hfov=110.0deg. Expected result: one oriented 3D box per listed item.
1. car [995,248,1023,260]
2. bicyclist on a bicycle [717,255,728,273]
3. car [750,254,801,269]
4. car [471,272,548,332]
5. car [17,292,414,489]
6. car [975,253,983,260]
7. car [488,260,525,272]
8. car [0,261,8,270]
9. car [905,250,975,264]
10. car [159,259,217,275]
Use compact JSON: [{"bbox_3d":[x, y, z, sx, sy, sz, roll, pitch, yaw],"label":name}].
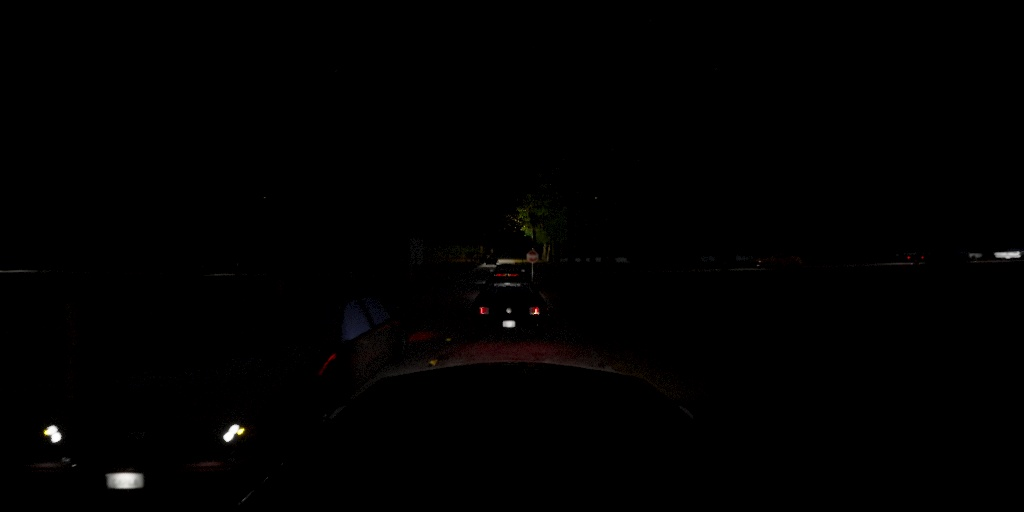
[{"bbox_3d":[53.118,-0.248,36.846,4.718,1.301,1.895,-2,-1,-1],"label":"car"},{"bbox_3d":[19.368,0.715,33.044,0.582,1.620,1.656,-1,0,-1],"label":"bicyclist on a bicycle"},{"bbox_3d":[28.722,0.542,39.209,5.008,1.535,1.882,-2,-1,-1],"label":"car"},{"bbox_3d":[-0.080,1.330,10.786,1.895,1.301,4.718,0,0,0],"label":"car"},{"bbox_3d":[-2.926,1.282,5.333,2.033,1.411,5.357,0,0,-1],"label":"car"},{"bbox_3d":[48.420,-0.011,39.503,4.718,1.301,1.895,-2,-1,-1],"label":"car"},{"bbox_3d":[-0.278,1.205,21.692,1.837,1.490,4.892,0,0,-1],"label":"car"},{"bbox_3d":[-52.278,0.642,34.806,4.892,1.490,1.837,1,-1,-1],"label":"car"},{"bbox_3d":[43.451,0.103,36.607,4.718,1.301,1.895,-2,-1,-1],"label":"car"},{"bbox_3d":[-31.661,1.057,35.101,4.674,1.442,1.812,1,-1,-1],"label":"car"}]
